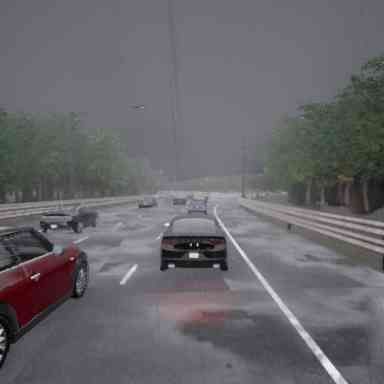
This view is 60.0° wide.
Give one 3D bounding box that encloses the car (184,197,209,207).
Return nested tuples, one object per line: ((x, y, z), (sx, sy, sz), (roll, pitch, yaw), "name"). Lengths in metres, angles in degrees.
((0.574, 1.491, 32.869), (2.033, 1.411, 5.357), (0, 0, 2), "car")

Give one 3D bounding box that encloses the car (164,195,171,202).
((-4.569, 1.333, 69.429), (2.033, 1.411, 5.357), (0, 0, 4), "car")

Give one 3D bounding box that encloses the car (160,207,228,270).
((0.077, 1.463, 10.965), (1.882, 1.535, 5.008), (0, 0, 1), "car")

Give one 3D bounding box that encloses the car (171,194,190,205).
((-1.853, 1.340, 54.797), (1.882, 1.535, 5.008), (0, 0, 3), "car")

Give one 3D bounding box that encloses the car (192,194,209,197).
((1.328, 1.419, 50.425), (1.812, 1.442, 4.674), (0, 0, 3), "car")

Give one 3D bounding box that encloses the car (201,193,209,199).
((3.580, 1.059, 90.318), (2.097, 1.767, 4.553), (0, 0, 3), "car")

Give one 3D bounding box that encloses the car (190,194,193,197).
((-0.261, 1.220, 84.360), (1.837, 1.490, 4.892), (0, 0, 3), "car")

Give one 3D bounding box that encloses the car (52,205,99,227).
((-6.724, 1.457, 18.755), (2.128, 1.511, 4.902), (0, 0, 1), "car")

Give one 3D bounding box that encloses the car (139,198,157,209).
((-5.877, 1.464, 44.689), (1.994, 1.385, 4.181), (0, 0, 3), "car")

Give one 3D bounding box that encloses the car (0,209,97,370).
((-3.369, 1.342, 5.592), (2.097, 1.767, 4.553), (0, 0, 0), "car")
